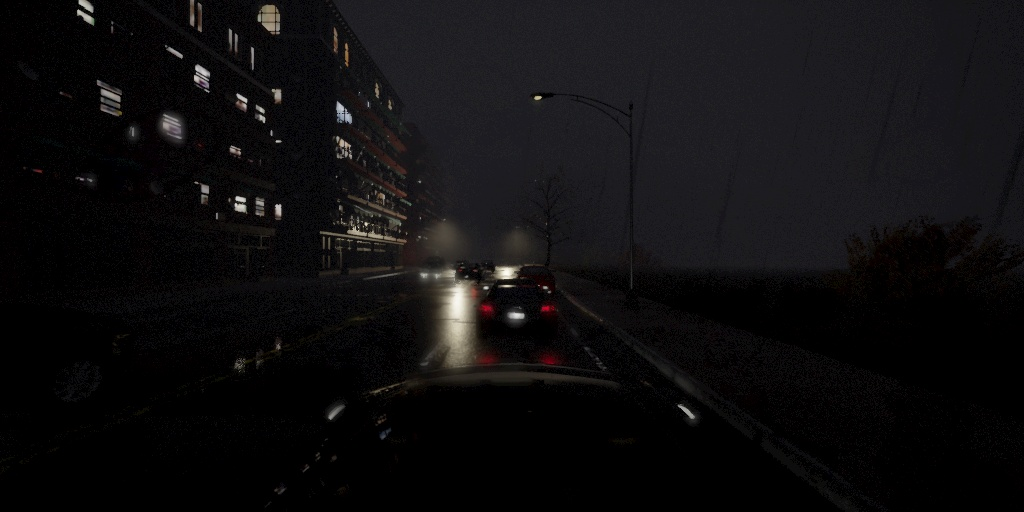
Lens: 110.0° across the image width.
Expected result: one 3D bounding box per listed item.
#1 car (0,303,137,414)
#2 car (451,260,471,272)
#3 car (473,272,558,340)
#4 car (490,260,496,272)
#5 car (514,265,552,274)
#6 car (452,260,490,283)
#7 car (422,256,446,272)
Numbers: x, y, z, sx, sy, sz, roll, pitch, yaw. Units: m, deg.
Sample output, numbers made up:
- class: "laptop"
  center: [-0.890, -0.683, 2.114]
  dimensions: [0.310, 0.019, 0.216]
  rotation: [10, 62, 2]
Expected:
- class: "car"
  center: [-6.601, 1.255, 3.328]
  dimensions: [1.837, 1.490, 4.892]
  rotation: [0, 0, 0]
- class: "car"
  center: [-6.564, 1.256, 46.703]
  dimensions: [1.837, 1.490, 4.892]
  rotation: [0, 0, 0]
- class: "car"
  center: [0.107, 1.315, 10.040]
  dimensions: [1.994, 1.385, 4.181]
  rotation: [0, 0, 0]
- class: "car"
  center: [-3.116, 1.229, 45.208]
  dimensions: [1.882, 1.535, 5.008]
  rotation: [0, 0, 0]
- class: "car"
  center: [1.149, 1.230, 18.960]
  dimensions: [1.882, 1.535, 5.008]
  rotation: [0, 0, 0]
- class: "car"
  center: [-3.131, 1.244, 27.360]
  dimensions: [2.128, 1.511, 4.902]
  rotation: [0, 0, 0]
- class: "car"
  center: [-9.815, 0.973, 45.535]
  dimensions: [2.150, 2.045, 5.566]
  rotation: [0, 0, 0]
